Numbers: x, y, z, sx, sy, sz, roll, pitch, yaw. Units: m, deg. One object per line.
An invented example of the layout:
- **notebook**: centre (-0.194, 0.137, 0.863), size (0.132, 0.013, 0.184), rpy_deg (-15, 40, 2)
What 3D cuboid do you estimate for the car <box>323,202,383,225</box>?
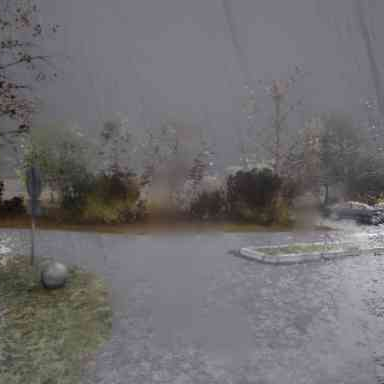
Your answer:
- **car**: centre (12.488, 1.531, 25.181), size (4.892, 1.521, 2.231), rpy_deg (3, 1, 41)
